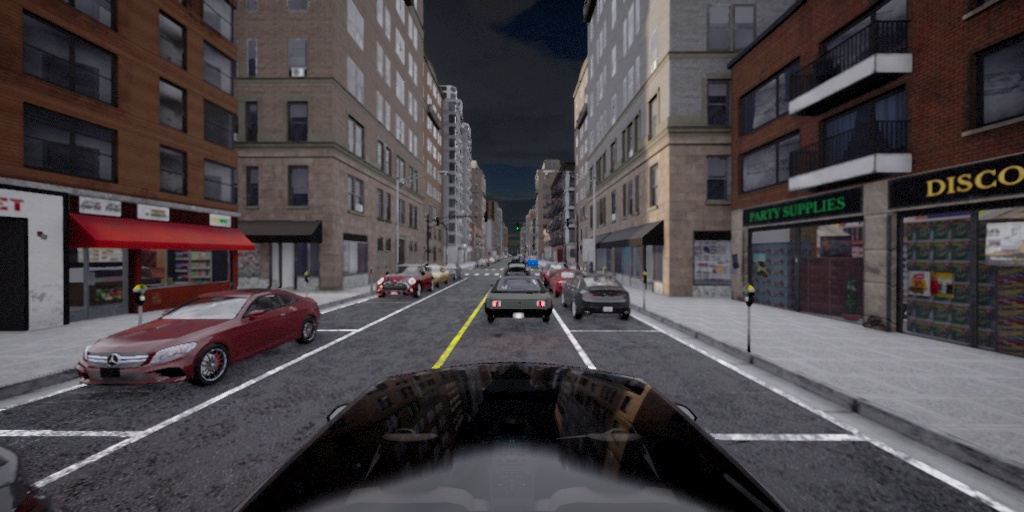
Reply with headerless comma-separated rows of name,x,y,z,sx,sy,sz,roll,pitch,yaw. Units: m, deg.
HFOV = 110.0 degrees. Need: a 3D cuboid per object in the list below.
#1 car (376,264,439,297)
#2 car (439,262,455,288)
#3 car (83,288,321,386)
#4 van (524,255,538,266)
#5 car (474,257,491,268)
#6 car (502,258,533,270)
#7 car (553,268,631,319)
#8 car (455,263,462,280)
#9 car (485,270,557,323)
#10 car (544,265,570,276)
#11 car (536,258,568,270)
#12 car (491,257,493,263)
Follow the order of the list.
car,-5.226,1.130,17.921,1.967,1.591,4.097,0,0,1
car,-5.168,1.195,23.268,1.751,1.417,4.829,0,0,1
car,-5.345,1.313,6.884,1.802,1.307,4.207,0,0,1
van,3.210,0.889,55.958,1.690,1.789,3.998,0,0,1
car,-4.815,1.098,56.036,2.007,1.370,4.403,0,0,1
car,0.351,1.166,26.251,1.837,1.490,4.892,0,1,0
car,2.740,1.261,12.323,2.007,1.370,4.403,0,0,1
car,-5.107,1.200,28.956,2.007,1.370,4.403,0,0,1
car,0.204,1.313,11.921,1.895,1.301,4.718,0,0,1
car,2.799,1.272,17.842,1.802,1.307,4.207,0,0,1
car,2.859,1.110,23.360,1.967,1.591,4.097,0,0,1
car,-4.753,1.071,61.717,1.888,1.381,4.507,0,0,1
